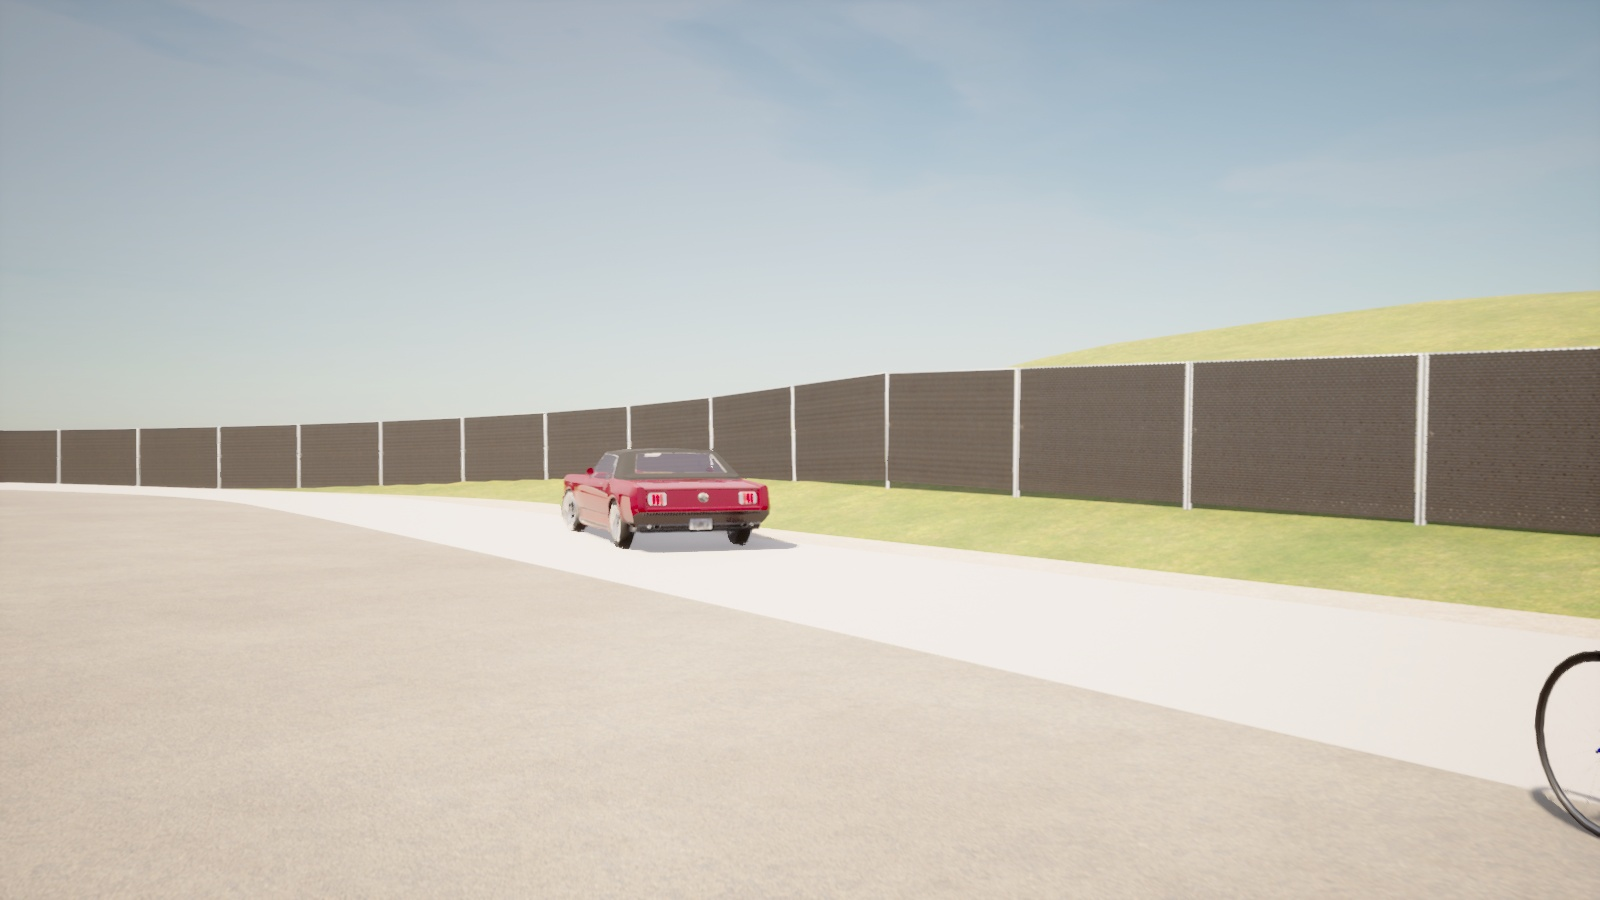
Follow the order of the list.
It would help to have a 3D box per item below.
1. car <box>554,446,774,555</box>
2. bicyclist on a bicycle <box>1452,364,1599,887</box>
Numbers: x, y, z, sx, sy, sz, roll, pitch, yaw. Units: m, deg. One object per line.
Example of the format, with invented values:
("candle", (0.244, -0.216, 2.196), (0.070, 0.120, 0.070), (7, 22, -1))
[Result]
("car", (-2.114, 0.617, 18.053), (1.895, 1.301, 4.718), (0, 1, -22))
("bicyclist on a bicycle", (3.074, 0.600, 4.151), (0.659, 1.776, 1.843), (1, 1, -8))
